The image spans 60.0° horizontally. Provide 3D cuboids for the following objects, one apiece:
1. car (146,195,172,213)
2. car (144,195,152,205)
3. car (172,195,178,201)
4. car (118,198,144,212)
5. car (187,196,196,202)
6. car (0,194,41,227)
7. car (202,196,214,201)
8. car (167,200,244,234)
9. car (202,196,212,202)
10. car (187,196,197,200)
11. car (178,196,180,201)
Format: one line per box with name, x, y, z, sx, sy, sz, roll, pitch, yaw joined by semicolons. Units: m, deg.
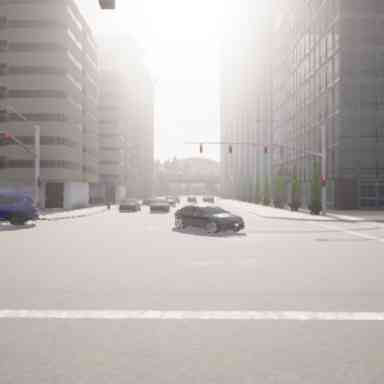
car;-3.620;1.477;37.206;1.882;1.535;5.008;0;0;0
car;-7.116;1.350;55.921;2.097;1.767;4.553;0;0;0
car;-3.624;1.503;53.289;1.837;1.490;4.892;0;0;0
car;-7.120;1.476;38.302;1.882;1.535;5.008;0;0;0
car;-0.046;1.520;76.078;1.994;1.385;4.181;0;0;0
car;-12.900;1.169;21.626;5.566;2.045;2.150;0;2;-20
car;3.459;1.503;67.586;1.837;1.490;4.892;0;0;0
car;0.842;1.467;19.135;1.837;1.490;4.892;-2;1;-37
car;3.454;1.526;76.253;1.994;1.385;4.181;0;0;0
car;-0.040;1.476;66.750;1.882;1.535;5.008;0;0;0
car;-3.543;1.353;68.529;2.097;1.767;4.553;0;-1;0
